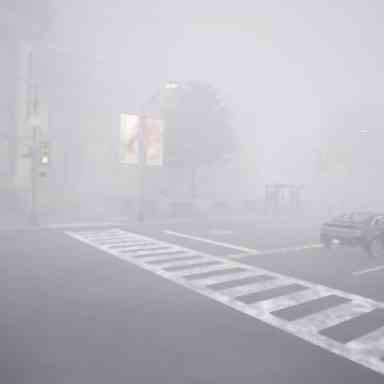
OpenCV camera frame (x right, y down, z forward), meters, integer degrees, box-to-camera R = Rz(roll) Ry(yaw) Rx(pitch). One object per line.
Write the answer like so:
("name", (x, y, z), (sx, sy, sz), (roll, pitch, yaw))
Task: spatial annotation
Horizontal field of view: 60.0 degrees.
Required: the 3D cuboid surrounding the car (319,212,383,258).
("car", (7.044, 1.558, 13.107), (4.902, 1.511, 2.128), (1, 0, -35))
